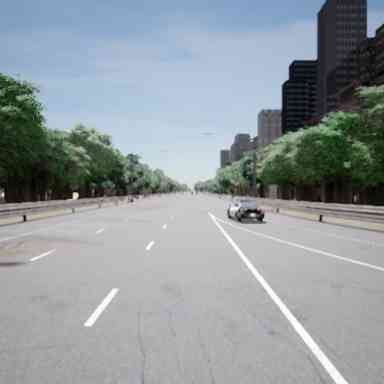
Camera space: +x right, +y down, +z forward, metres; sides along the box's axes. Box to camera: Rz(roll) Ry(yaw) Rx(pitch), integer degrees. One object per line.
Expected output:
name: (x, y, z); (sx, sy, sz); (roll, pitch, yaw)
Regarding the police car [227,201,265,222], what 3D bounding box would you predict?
police car: (4.083, 1.457, 26.166); (2.038, 1.542, 4.974); (0, 0, -6)
